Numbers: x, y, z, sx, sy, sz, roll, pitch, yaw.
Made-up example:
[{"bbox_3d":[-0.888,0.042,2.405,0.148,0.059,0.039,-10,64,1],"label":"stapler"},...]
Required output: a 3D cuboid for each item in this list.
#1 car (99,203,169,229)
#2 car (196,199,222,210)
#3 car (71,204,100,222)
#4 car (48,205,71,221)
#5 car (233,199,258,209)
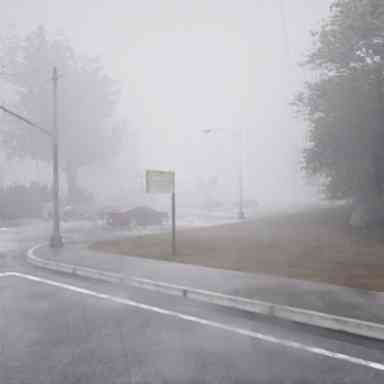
[{"bbox_3d":[-3.744,1.694,23.629,1.882,1.535,5.008,-1,-1,39],"label":"car"},{"bbox_3d":[2.529,1.765,48.795,2.128,1.511,4.902,-1,0,37],"label":"car"},{"bbox_3d":[-7.903,1.807,29.804,1.837,1.490,4.892,-1,0,39],"label":"car"},{"bbox_3d":[-11.123,1.874,31.380,1.812,1.442,4.674,-1,0,39],"label":"car"},{"bbox_3d":[8.279,1.745,50.623,2.033,1.411,5.357,-1,0,36],"label":"car"}]
